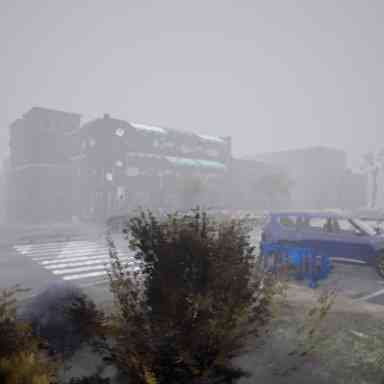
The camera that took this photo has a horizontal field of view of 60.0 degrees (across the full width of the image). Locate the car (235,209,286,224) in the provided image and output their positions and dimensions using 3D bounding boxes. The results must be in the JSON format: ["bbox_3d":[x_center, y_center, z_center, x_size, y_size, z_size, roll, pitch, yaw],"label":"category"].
[{"bbox_3d":[7.325,2.585,35.712,4.892,1.521,2.231,-1,-2,31],"label":"car"}]

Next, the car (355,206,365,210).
[{"bbox_3d":[21.181,2.986,46.838,4.792,1.488,2.163,-1,-2,31],"label":"car"}]

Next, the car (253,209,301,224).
[{"bbox_3d":[9.607,2.675,37.578,4.792,1.488,2.163,-1,-2,31],"label":"car"}]

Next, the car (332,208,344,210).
[{"bbox_3d":[16.549,2.832,43.138,5.008,1.535,2.097,-1,-2,31],"label":"car"}]

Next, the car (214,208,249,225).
[{"bbox_3d":[2.697,2.334,32.026,4.553,1.767,2.185,-1,-2,31],"label":"car"}]

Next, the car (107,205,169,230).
[{"bbox_3d":[-4.216,2.021,26.452,5.566,2.045,2.435,-1,-2,31],"label":"car"}]

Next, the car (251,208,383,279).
[{"bbox_3d":[5.353,1.825,12.333,5.566,2.045,2.435,1,-1,31],"label":"car"}]

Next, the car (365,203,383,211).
[{"bbox_3d":[28.040,3.018,52.434,4.553,1.767,2.185,-1,-2,31],"label":"car"}]

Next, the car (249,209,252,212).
[{"bbox_3d":[5.187,2.516,33.770,5.366,1.575,1.946,-1,-2,31],"label":"car"}]
